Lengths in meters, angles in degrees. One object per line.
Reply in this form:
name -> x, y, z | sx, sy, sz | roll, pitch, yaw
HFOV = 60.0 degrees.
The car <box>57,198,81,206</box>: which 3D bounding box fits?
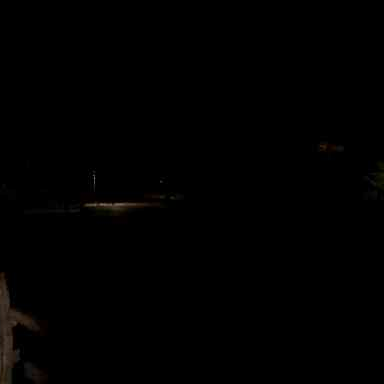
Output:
car -> -23.380, 1.908, 63.556 | 1.837, 1.490, 4.892 | 1, 1, 35
